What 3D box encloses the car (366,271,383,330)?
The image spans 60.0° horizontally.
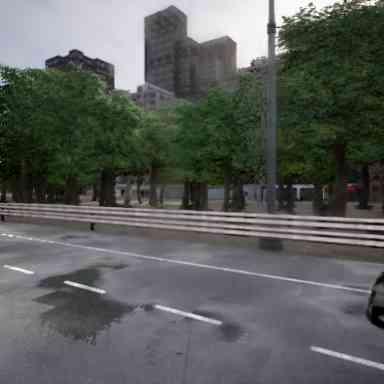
[{"bbox_3d":[4.848,1.571,4.710,4.181,1.385,1.994,0,0,35],"label":"car"}]
